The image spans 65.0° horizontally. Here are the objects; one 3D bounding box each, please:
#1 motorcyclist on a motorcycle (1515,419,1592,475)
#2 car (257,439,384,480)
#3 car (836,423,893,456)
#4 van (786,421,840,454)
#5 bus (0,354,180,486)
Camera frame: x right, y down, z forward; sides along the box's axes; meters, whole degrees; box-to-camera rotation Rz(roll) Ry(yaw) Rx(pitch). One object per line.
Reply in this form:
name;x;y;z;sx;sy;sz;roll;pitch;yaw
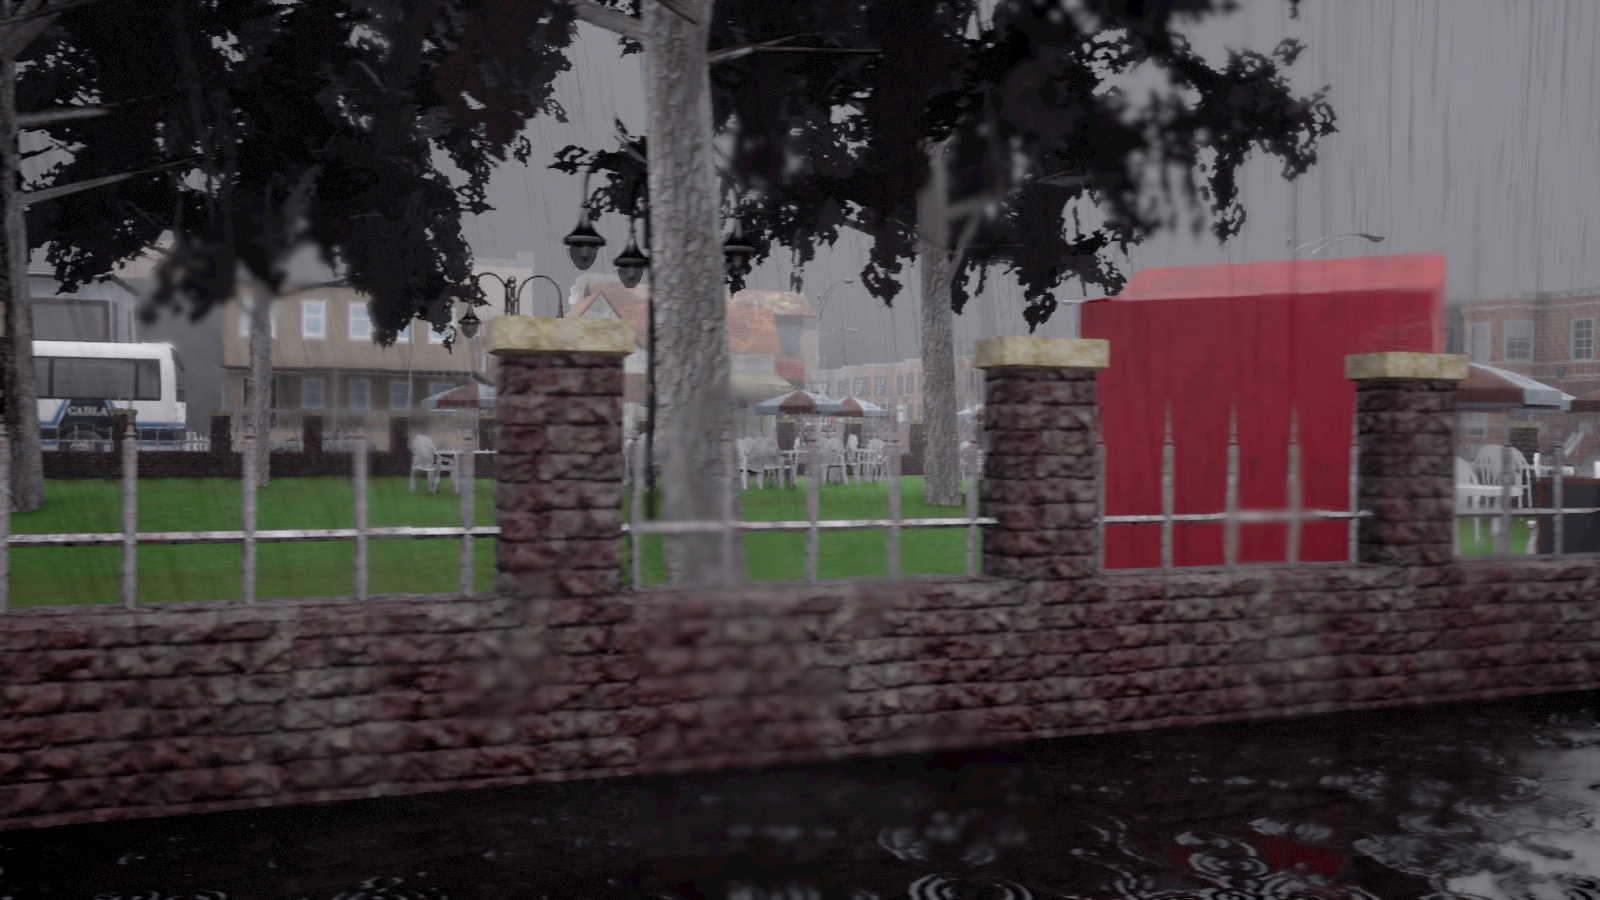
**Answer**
motorcyclist on a motorcycle;22.153;-0.089;36.955;0.866;1.590;1.817;-1;1;-21
car;-17.378;0.308;45.591;4.181;1.385;1.994;-1;1;-21
car;3.776;-0.655;74.236;1.905;1.878;3.866;-1;1;-21
van;0.806;-0.823;82.090;2.069;2.038;4.480;-1;1;-21
bus;-26.720;-0.974;42.034;10.273;4.253;3.944;-1;1;-20
